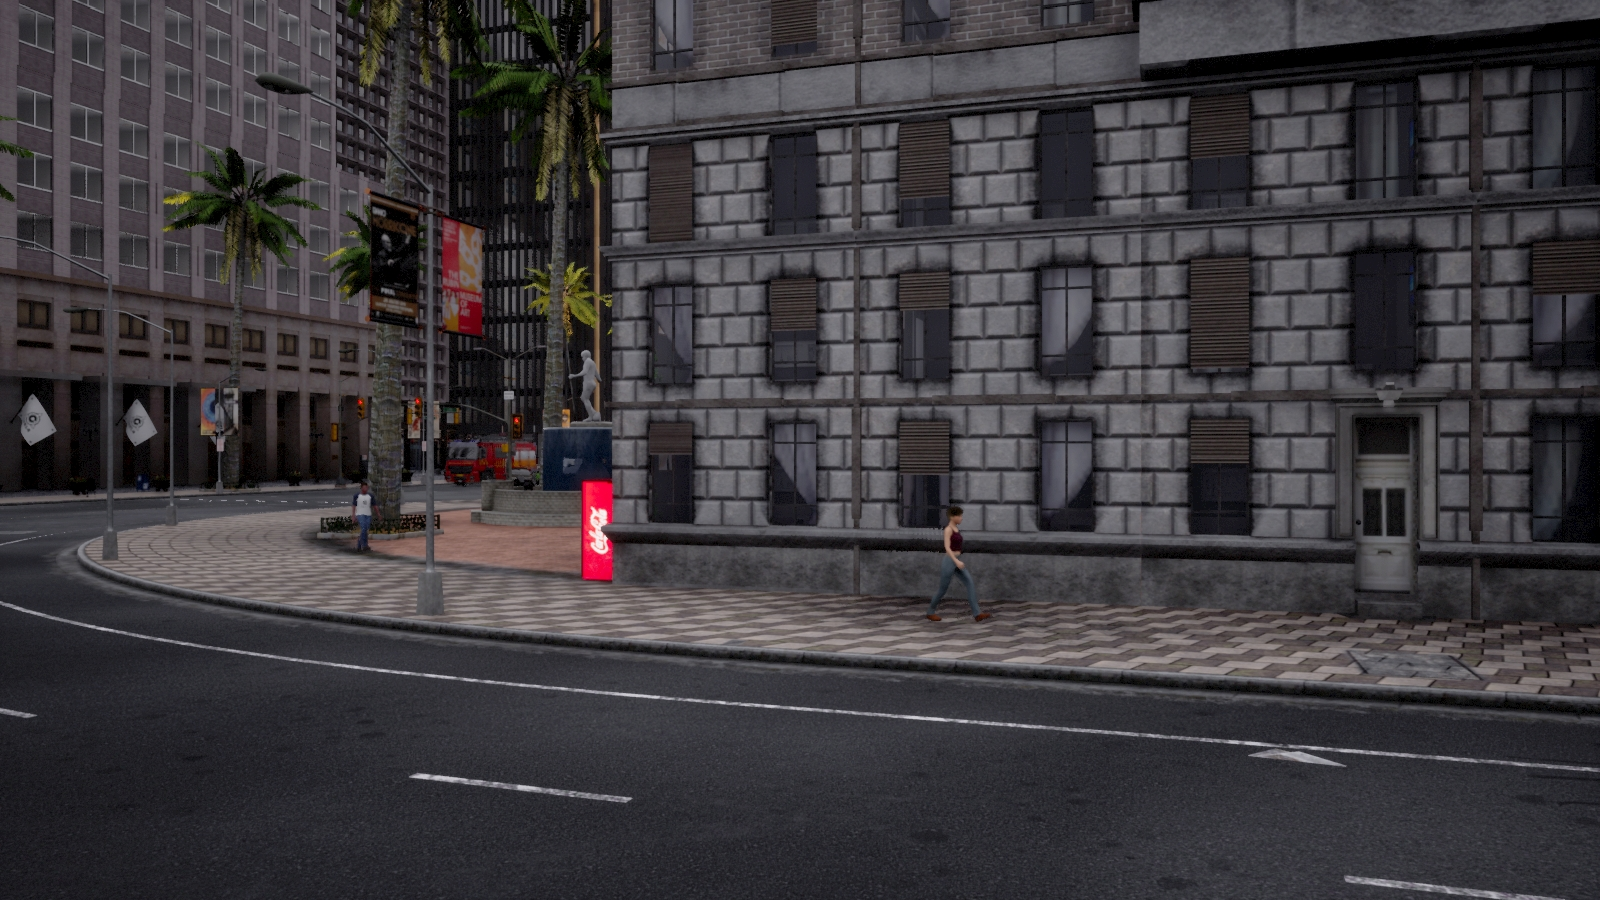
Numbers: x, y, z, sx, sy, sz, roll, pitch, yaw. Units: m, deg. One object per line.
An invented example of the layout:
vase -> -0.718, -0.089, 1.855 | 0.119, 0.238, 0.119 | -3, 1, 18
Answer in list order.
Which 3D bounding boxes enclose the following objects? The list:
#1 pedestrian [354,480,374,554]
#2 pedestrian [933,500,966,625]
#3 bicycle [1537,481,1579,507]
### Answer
pedestrian -> -11.099, 1.696, 29.076 | 0.375, 1.860, 0.375 | 0, 0, -43
pedestrian -> 2.282, 1.696, 17.418 | 0.375, 1.860, 0.375 | 0, 0, 34
bicycle -> 38.786, 2.263, 58.466 | 0.329, 1.171, 1.835 | 2, 2, -23
